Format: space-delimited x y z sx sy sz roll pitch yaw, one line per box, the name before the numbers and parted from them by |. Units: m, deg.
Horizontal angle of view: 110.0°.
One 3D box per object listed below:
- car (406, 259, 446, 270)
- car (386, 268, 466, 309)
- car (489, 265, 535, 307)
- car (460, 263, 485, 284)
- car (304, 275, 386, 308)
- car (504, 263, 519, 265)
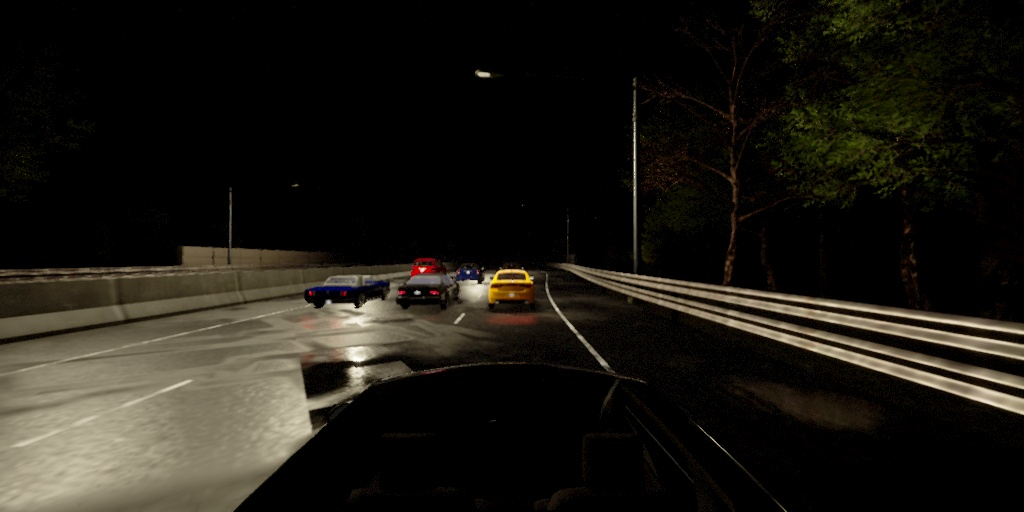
car | -7.028 1.264 30.850 2.150 2.045 5.566 0 0 0
car | -3.512 1.438 15.826 2.033 1.411 5.357 0 -1 0
car | -0.008 1.373 16.313 1.882 1.535 5.008 0 0 0
car | -3.526 1.398 30.917 2.097 1.767 4.553 0 -1 0
car | -7.013 1.492 15.940 1.895 1.301 4.718 0 -1 0
car | -0.026 1.398 30.918 2.097 1.767 4.553 0 -1 0
